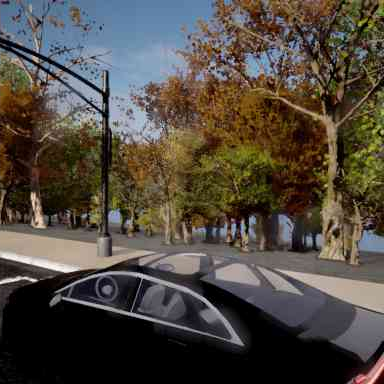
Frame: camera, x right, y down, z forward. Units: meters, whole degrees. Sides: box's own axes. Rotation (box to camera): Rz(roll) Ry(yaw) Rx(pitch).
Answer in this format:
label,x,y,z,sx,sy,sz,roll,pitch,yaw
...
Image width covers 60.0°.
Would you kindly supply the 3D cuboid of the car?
label,x,y,z,sx,sy,sz,roll,pitch,yaw
car,-0.382,1.491,3.963,4.902,1.511,2.128,0,0,36
